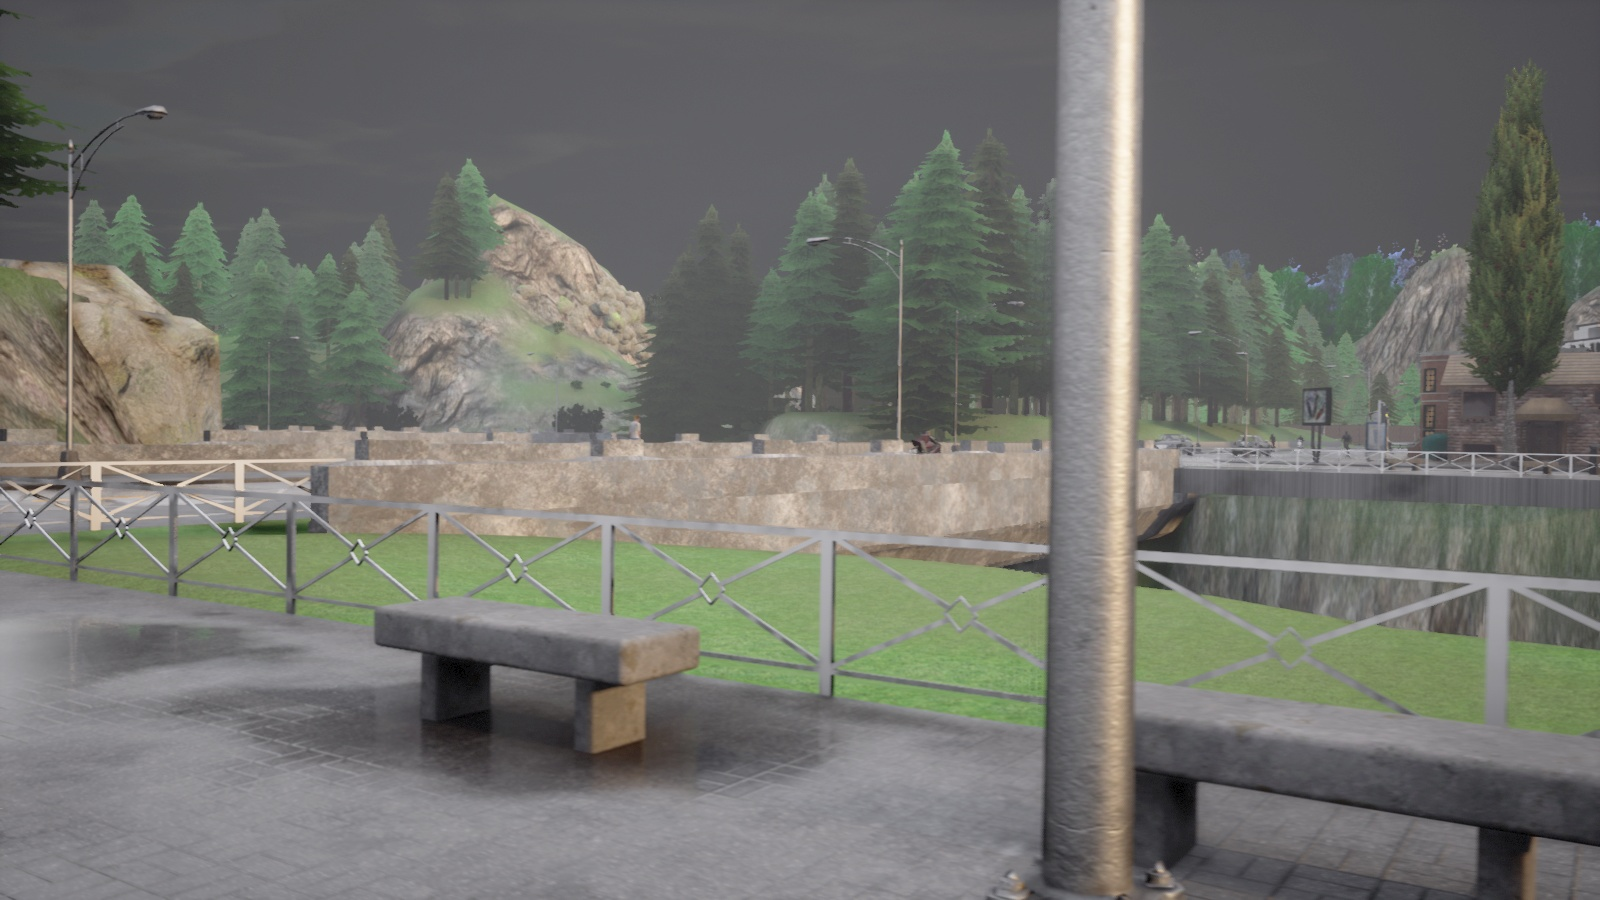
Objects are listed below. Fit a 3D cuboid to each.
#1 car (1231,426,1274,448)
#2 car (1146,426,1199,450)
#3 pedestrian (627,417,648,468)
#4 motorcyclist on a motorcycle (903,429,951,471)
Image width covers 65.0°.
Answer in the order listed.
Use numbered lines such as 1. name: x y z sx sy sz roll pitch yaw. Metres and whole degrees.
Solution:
1. car: 31.208 -0.880 86.568 1.970 1.475 3.806 0 1 34
2. car: 25.118 -0.829 84.648 2.128 1.511 4.902 0 1 33
3. pedestrian: -5.880 -0.280 45.387 0.354 1.836 0.706 0 1 35
4. motorcyclist on a motorcycle: 4.730 -0.027 46.726 0.866 1.530 2.191 0 1 34
